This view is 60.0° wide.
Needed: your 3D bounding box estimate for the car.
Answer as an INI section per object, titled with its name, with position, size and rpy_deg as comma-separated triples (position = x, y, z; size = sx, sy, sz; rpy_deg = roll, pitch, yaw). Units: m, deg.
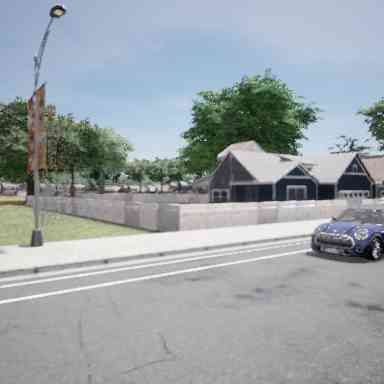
[car]
position = 6.441, 1.334, 12.269
size = 4.553, 1.767, 2.097
rpy_deg = 0, 0, -35
